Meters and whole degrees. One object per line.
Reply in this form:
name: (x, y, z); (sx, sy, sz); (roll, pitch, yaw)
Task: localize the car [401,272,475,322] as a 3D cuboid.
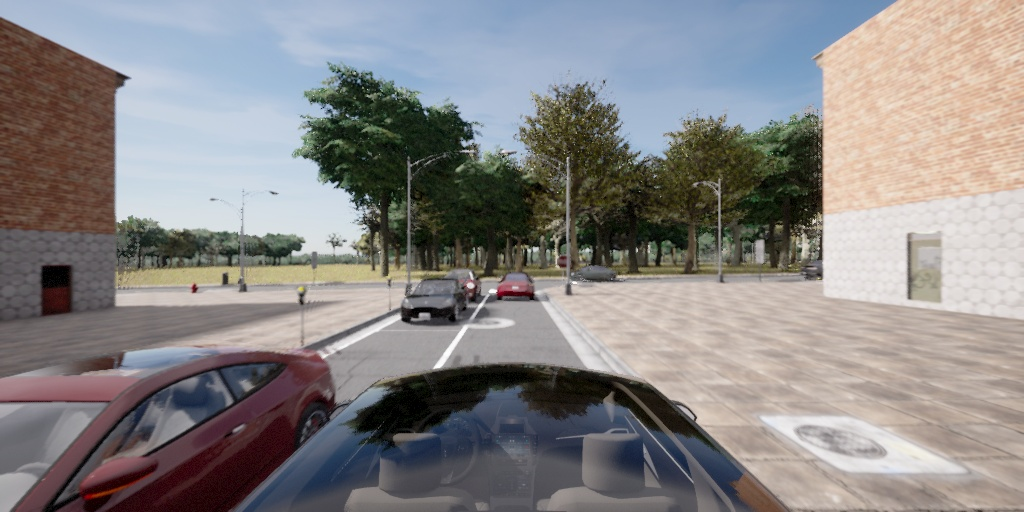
car: (-2.638, 1.470, 13.035); (1.948, 1.339, 4.313); (0, 0, 0)

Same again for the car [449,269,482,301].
car: (-2.638, 1.417, 18.470); (1.967, 1.591, 4.097); (0, 0, 0)

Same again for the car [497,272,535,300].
car: (0.261, 1.553, 19.640); (1.994, 1.385, 4.181); (0, -1, 3)

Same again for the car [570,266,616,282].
car: (6.905, 1.539, 31.241); (4.181, 1.385, 1.994); (-1, 0, 0)

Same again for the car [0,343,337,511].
car: (-2.639, 1.338, 2.167); (1.802, 1.307, 4.207); (0, 0, 0)

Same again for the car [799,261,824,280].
car: (25.553, 1.118, 28.290); (4.902, 1.511, 2.128); (-1, 0, 0)
